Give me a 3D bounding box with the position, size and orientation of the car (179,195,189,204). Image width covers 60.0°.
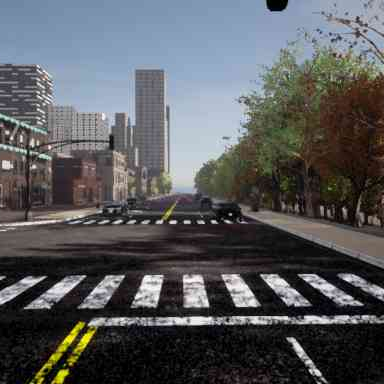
[{"bbox_3d":[-1.527,1.540,62.760,1.994,1.385,4.181,0,0,-1],"label":"car"}]

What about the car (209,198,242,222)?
[{"bbox_3d":[2.714,1.470,26.437,1.882,1.535,5.008,0,0,-1],"label":"car"}]

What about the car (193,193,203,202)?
[{"bbox_3d":[1.469,1.195,73.381,2.150,2.045,5.566,0,0,-1],"label":"car"}]

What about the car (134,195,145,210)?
[{"bbox_3d":[-7.619,1.490,42.522,1.837,1.490,4.892,0,0,-1],"label":"car"}]

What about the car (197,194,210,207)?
[{"bbox_3d":[2.108,1.486,51.222,1.837,1.490,4.892,0,0,-1],"label":"car"}]

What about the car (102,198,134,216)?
[{"bbox_3d":[-7.380,1.481,32.474,2.128,1.511,4.902,0,0,-1],"label":"car"}]

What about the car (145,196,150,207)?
[{"bbox_3d":[-7.854,1.334,52.218,2.097,1.767,4.553,0,0,-1],"label":"car"}]

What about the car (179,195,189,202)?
[{"bbox_3d":[-1.771,1.342,72.760,2.033,1.411,5.357,0,0,-1],"label":"car"}]
